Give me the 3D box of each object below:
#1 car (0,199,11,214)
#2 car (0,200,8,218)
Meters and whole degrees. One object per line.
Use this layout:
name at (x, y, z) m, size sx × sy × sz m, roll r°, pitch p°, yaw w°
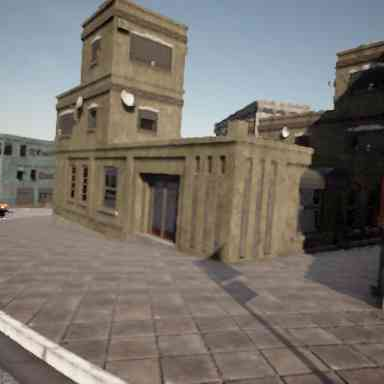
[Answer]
car at (-24.644, 1.733, 40.812) m, size 2.097 × 1.767 × 4.553 m, roll 4°, pitch -2°, yaw 2°
car at (-20.664, 1.894, 34.196) m, size 1.882 × 1.535 × 5.008 m, roll 3°, pitch -2°, yaw -8°
